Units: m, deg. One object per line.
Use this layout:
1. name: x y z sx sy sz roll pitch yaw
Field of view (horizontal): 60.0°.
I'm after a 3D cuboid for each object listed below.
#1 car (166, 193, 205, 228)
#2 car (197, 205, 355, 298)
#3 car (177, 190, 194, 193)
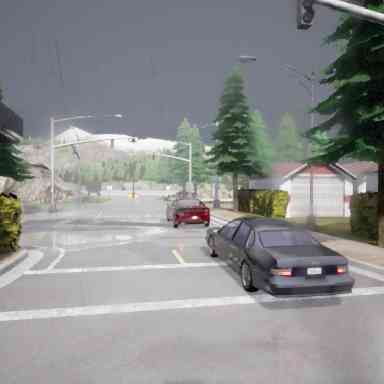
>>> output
1. car: -0.327 1.059 18.982 1.882 1.535 5.008 -1 2 -11
2. car: 1.775 1.366 8.601 2.033 1.411 5.357 0 3 -11
3. car: -0.967 0.386 70.291 4.902 1.511 2.128 0 1 -11
